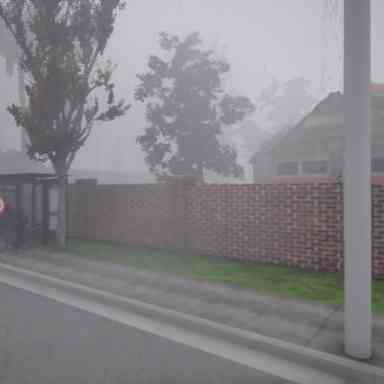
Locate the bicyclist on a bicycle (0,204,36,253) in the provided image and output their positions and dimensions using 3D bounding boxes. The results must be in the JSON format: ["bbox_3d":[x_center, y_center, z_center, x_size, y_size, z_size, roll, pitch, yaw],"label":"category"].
[{"bbox_3d":[-5.998,1.212,11.127,0.582,1.620,1.656,1,1,36],"label":"bicyclist on a bicycle"}]
